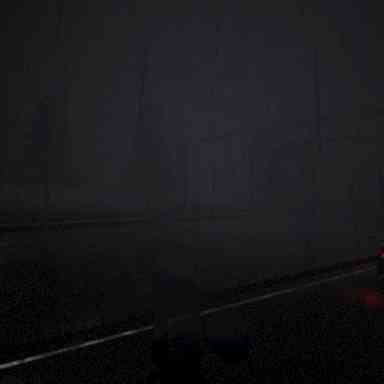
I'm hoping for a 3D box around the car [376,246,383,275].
[{"bbox_3d":[6.960,1.550,8.758,5.357,1.411,2.033,0,0,-35],"label":"car"}]
